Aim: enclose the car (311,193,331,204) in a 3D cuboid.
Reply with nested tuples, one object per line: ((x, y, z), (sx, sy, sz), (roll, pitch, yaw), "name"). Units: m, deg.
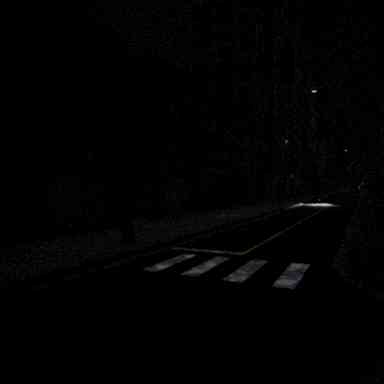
((16.746, 0.808, 43.076), (1.994, 1.385, 4.181), (0, 1, 28), "car")
